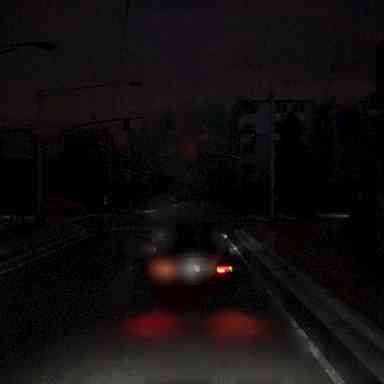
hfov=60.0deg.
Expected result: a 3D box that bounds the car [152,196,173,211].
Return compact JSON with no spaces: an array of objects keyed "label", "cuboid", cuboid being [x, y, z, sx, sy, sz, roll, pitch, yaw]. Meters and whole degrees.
[{"label":"car","cuboid":[-3.731,1.517,40.932,1.812,1.442,4.674,0,0,1]}]

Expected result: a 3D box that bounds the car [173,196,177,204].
[{"label":"car","cuboid":[-3.701,1.513,61.426,1.812,1.442,4.674,0,0,0]}]

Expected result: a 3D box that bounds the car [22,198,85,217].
[{"label":"car","cuboid":[-11.768,1.294,28.420,5.008,1.535,1.882,0,1,-7]}]

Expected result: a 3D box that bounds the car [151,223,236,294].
[{"label":"car","cuboid":[0.039,1.546,8.939,2.033,1.411,5.357,0,0,0]}]
